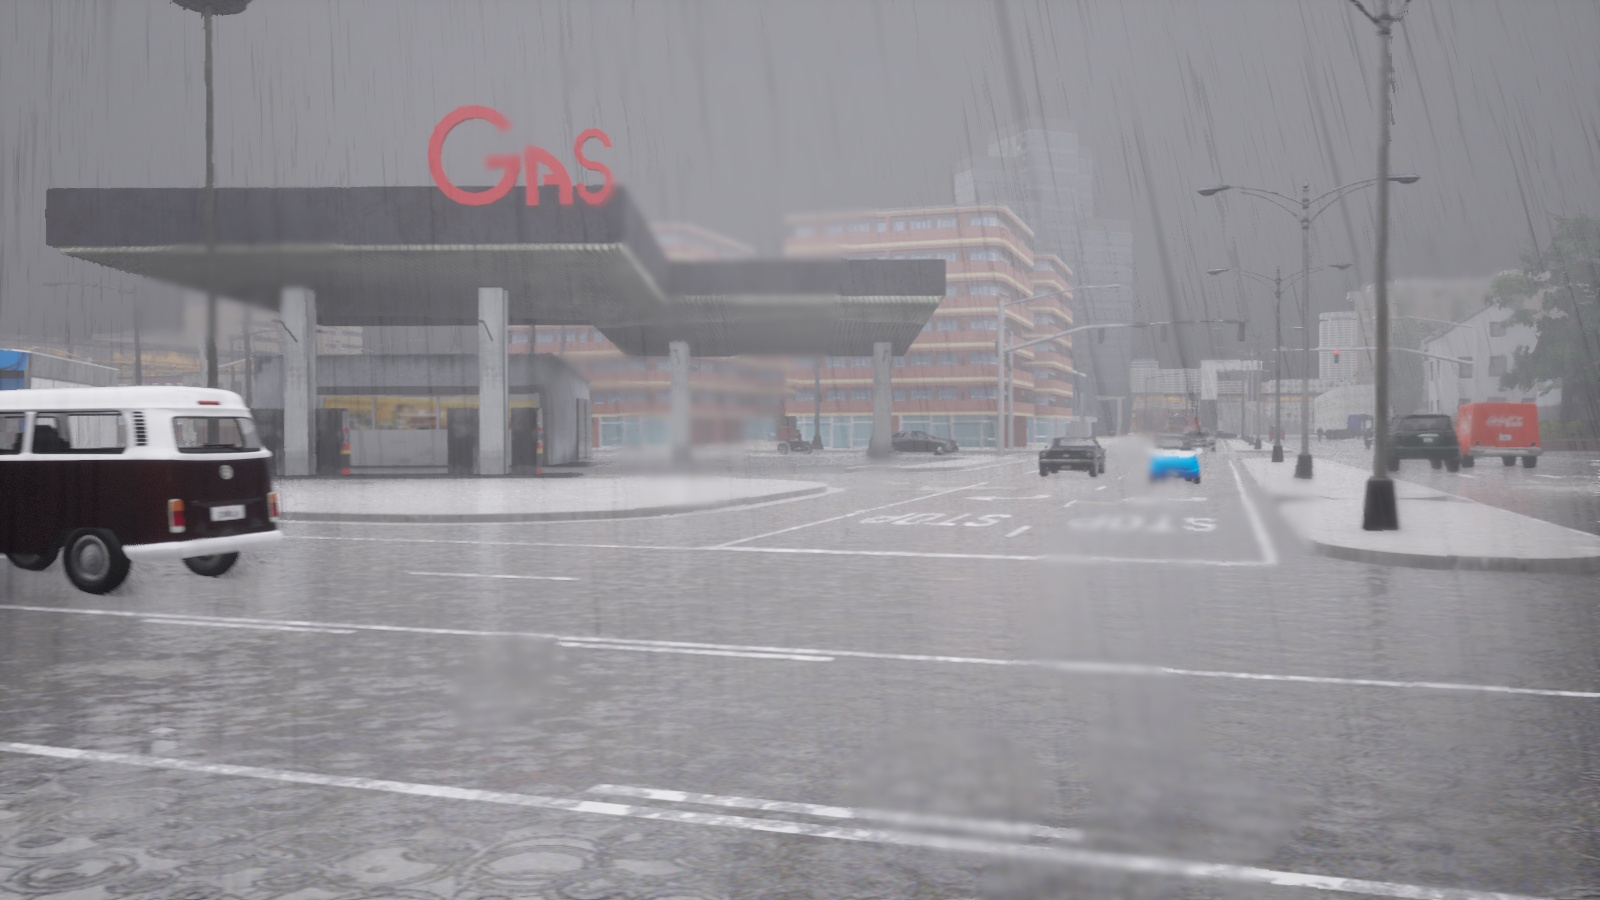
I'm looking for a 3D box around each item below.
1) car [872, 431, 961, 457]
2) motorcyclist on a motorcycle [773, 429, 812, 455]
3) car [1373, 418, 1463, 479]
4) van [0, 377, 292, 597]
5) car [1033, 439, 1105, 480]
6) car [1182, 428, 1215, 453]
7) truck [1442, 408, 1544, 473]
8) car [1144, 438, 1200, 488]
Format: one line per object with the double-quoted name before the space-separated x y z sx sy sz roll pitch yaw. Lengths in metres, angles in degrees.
"car" 6.881 -0.381 74.297 4.902 1.511 2.128 0 1 17
"motorcyclist on a motorcycle" -0.484 -0.511 80.313 2.350 1.649 0.766 0 1 17
"car" 22.240 -0.097 45.400 2.150 2.045 5.566 1 1 18
"van" -7.956 0.308 13.265 4.480 2.038 2.069 0 1 17
"car" 9.171 0.280 42.549 1.895 1.301 4.718 1 1 18
"car" 27.919 -0.697 87.857 2.152 1.651 5.027 1 1 18
"truck" 27.443 -0.368 49.953 2.627 2.467 5.204 1 0 18
"car" 10.688 0.345 36.016 1.481 1.376 2.207 1 1 18
